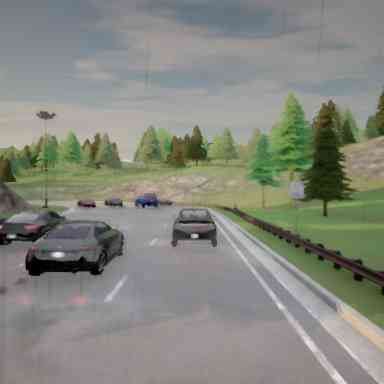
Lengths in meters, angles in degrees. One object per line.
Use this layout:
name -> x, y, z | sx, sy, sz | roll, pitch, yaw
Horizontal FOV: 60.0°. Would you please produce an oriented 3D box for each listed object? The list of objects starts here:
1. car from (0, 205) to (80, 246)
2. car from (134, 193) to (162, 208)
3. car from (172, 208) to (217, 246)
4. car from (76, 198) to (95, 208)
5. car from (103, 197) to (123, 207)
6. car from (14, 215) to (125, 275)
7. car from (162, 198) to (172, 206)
car -> -6.895, 1.519, 15.050 | 1.812, 1.442, 4.674 | 0, 0, 0
car -> -6.586, 1.203, 47.408 | 2.150, 2.045, 5.566 | 1, 0, -25
car -> 0.105, 1.486, 15.223 | 2.128, 1.511, 4.902 | 0, 0, 0
car -> -15.610, 1.544, 48.842 | 1.994, 1.385, 4.181 | 0, 0, -31
car -> -11.840, 1.472, 49.765 | 2.128, 1.511, 4.902 | 1, 0, -30
car -> -3.396, 1.560, 10.440 | 1.994, 1.385, 4.181 | 0, 0, 0
car -> -4.949, 1.581, 52.104 | 1.895, 1.301, 4.718 | 0, 0, -29
